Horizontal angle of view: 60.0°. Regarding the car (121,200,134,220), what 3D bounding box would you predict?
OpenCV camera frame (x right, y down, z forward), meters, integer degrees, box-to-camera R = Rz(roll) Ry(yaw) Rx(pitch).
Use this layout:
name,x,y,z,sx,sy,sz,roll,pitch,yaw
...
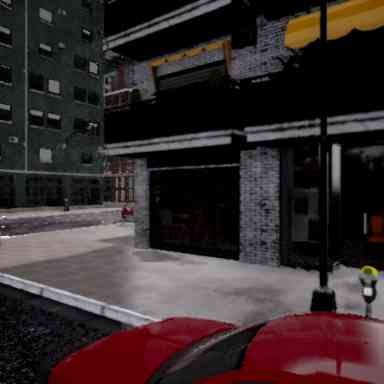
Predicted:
name,x,y,z,sx,sy,sz,roll,pitch,yaw
car,-3.299,1.224,24.895,1.967,1.590,4.097,1,1,35

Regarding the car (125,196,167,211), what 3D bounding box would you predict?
name,x,y,z,sx,sy,sz,roll,pitch,yaw
car,-4.995,1.207,36.521,1.752,1.417,4.829,1,1,35

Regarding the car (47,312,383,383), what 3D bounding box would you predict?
name,x,y,z,sx,sy,sz,roll,pitch,yaw
car,0.844,1.545,2.119,4.507,1.381,1.887,0,0,35
